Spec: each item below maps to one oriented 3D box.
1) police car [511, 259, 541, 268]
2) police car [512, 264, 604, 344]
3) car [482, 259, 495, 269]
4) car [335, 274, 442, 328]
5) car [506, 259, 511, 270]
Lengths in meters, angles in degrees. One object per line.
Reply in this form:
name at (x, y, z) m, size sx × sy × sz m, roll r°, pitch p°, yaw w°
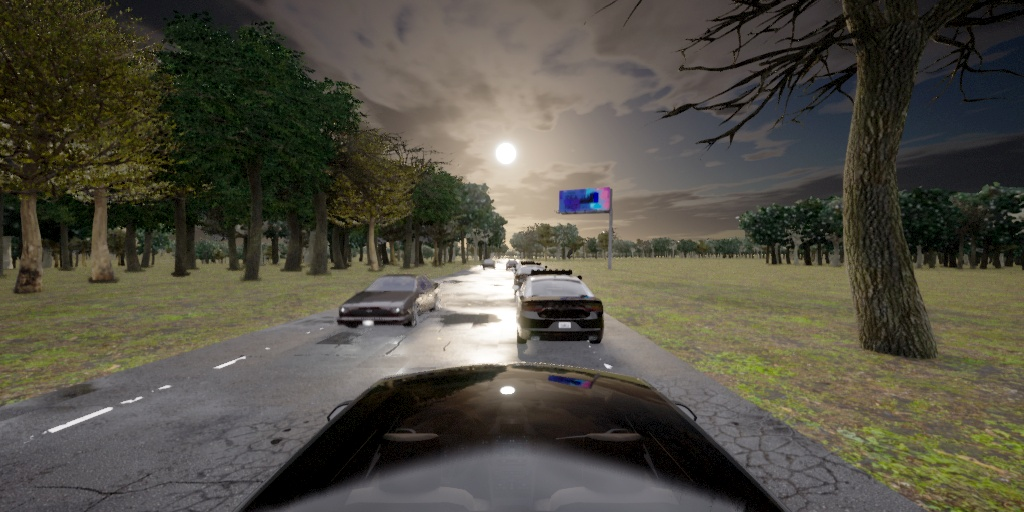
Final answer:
police car at (1.049, 1.169, 19.724) m, size 1.930 × 1.638 × 5.238 m, roll 0°, pitch 0°, yaw 0°
police car at (1.050, 1.172, 9.723) m, size 1.930 × 1.638 × 5.238 m, roll 0°, pitch 0°, yaw 0°
car at (-3.590, 1.222, 55.450) m, size 1.882 × 1.535 × 5.008 m, roll 0°, pitch 0°, yaw 0°
car at (-3.599, 1.294, 11.638) m, size 2.033 × 1.411 × 5.357 m, roll 0°, pitch 0°, yaw 0°
car at (0.057, 1.345, 52.573) m, size 1.895 × 1.301 × 4.718 m, roll 0°, pitch 0°, yaw 0°
